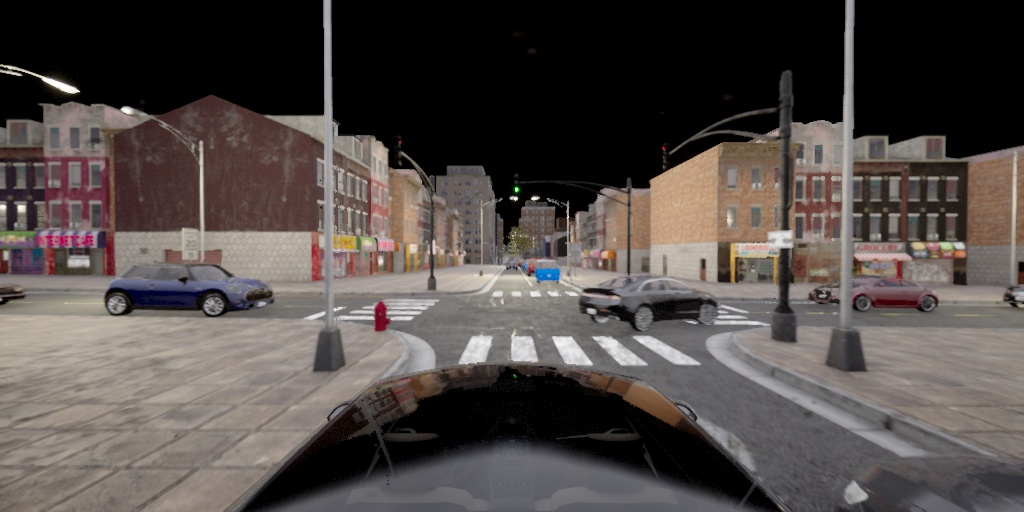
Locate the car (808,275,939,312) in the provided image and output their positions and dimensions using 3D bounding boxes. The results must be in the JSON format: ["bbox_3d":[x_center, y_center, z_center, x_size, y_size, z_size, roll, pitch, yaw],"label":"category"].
[{"bbox_3d":[15.122,1.528,15.150,4.181,1.385,1.994,1,1,0],"label":"car"}]

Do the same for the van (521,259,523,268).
[{"bbox_3d":[2.633,1.361,53.595,1.690,1.789,3.998,0,0,0],"label":"van"}]

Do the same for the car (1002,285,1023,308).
[{"bbox_3d":[23.959,1.572,15.130,4.902,1.511,2.128,1,1,0],"label":"car"}]

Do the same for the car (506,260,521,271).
[{"bbox_3d":[-0.001,1.657,57.626,1.895,1.301,4.718,0,-1,0],"label":"car"}]

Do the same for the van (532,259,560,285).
[{"bbox_3d":[2.635,1.181,27.146,1.690,1.789,3.998,0,0,0],"label":"van"}]

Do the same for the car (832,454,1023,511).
[{"bbox_3d":[2.637,1.298,0.191,2.007,1.370,4.403,0,0,0],"label":"car"}]

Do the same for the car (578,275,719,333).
[{"bbox_3d":[4.319,1.345,11.066,4.902,1.511,2.128,1,-1,-29],"label":"car"}]

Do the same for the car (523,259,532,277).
[{"bbox_3d":[2.634,1.215,37.727,2.192,1.841,5.009,0,0,0],"label":"car"}]

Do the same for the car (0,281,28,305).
[{"bbox_3d":[-20.312,1.084,12.247,5.357,1.411,2.033,1,1,0],"label":"car"}]

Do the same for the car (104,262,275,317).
[{"bbox_3d":[-10.760,1.016,12.240,4.553,1.767,2.097,1,1,0],"label":"car"}]
